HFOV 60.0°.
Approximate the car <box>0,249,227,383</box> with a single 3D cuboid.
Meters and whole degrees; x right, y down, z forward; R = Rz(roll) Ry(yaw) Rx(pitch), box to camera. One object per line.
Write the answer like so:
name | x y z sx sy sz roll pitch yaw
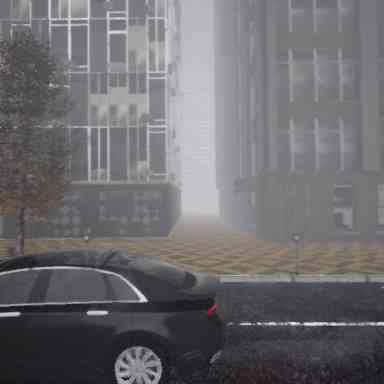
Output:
car | -1.985 1.592 4.574 4.892 1.490 1.837 0 -1 0
